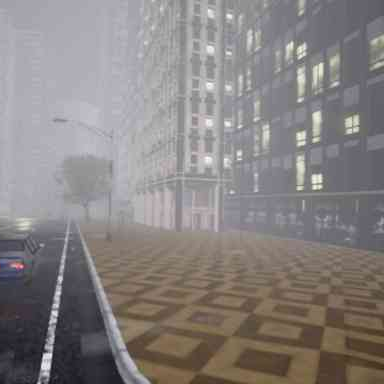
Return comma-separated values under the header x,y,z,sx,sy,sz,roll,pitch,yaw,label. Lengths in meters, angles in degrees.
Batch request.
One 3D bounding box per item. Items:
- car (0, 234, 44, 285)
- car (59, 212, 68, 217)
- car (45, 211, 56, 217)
x,y,z,sx,sy,sz,roll,pitch,yaw,label
-6.019,2.085,10.859,2.033,1.411,5.357,2,-3,-20,car
-32.944,5.776,85.027,1.994,1.385,4.181,2,-3,-20,car
-35.882,5.590,83.606,1.837,1.490,4.892,2,-3,-20,car
